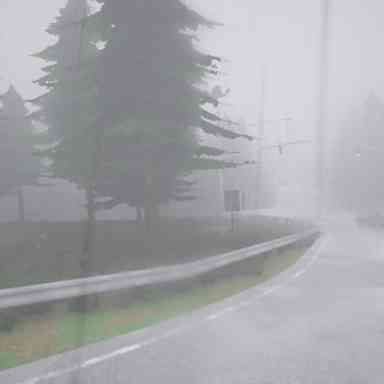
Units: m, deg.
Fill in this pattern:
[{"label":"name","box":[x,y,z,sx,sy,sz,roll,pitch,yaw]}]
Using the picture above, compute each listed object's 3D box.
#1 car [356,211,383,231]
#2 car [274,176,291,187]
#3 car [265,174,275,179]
[{"label":"car","box":[13.962,2.084,24.590,1.895,1.301,4.718,-1,-2,3]},{"label":"car","box":[18.929,-2.026,68.253,2.033,1.411,5.357,-3,7,6]},{"label":"car","box":[19.301,-4.086,85.211,1.882,1.535,5.008,-4,7,-25]}]
